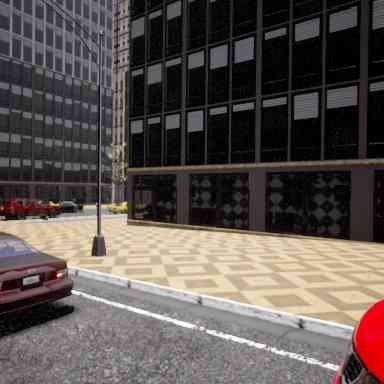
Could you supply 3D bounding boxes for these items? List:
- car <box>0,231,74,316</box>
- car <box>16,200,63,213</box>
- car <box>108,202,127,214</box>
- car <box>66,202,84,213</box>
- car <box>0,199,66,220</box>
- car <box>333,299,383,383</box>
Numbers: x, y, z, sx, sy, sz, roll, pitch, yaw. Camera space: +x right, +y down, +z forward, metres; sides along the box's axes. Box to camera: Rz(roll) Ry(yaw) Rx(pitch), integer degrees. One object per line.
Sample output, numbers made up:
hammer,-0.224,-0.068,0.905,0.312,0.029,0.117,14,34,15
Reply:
car,-4.788,1.548,7.115,5.357,1.411,2.033,0,0,35
car,-17.869,1.663,39.176,1.752,1.417,4.829,1,0,37
car,-7.575,1.845,38.987,1.752,1.417,4.829,0,0,37
car,-15.086,1.789,38.571,1.895,1.301,4.718,1,0,37
car,-14.395,1.535,29.793,2.192,1.841,5.009,0,0,37
car,3.483,1.221,1.190,5.566,2.045,2.150,0,0,36
